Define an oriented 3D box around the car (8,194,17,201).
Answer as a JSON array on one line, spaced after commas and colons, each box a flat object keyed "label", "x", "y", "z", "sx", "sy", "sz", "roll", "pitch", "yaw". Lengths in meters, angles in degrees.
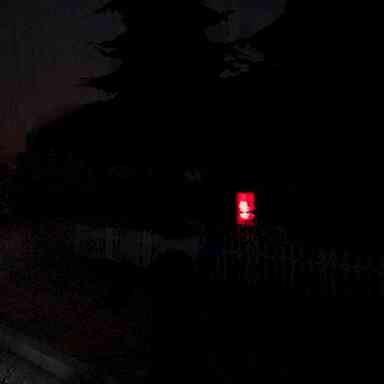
[{"label": "car", "x": -40.500, "y": 1.322, "z": 76.735, "sx": 4.514, "sy": 1.523, "sz": 2.007, "roll": 0, "pitch": 0, "yaw": 36}]
